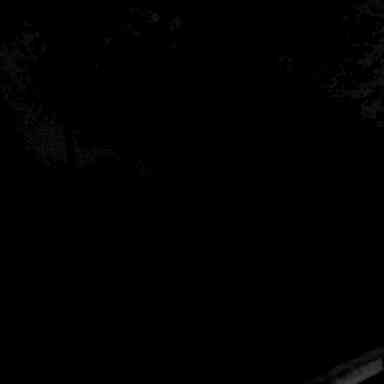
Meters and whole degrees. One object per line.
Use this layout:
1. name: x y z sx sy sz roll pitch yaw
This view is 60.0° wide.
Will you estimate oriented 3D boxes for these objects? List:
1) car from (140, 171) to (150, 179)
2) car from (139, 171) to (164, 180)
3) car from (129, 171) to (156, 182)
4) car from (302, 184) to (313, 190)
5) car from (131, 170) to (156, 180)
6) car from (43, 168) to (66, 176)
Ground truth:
1. car: -6.704 -2.450 57.995 2.231 1.521 4.892 5 4 39
2. car: -9.199 -3.798 76.780 2.435 2.045 5.566 5 4 39
3. car: -8.834 -2.756 59.759 2.185 1.767 4.553 5 4 39
4. car: 18.743 -1.099 54.237 2.163 1.488 4.792 5 4 39
5. car: -11.350 -3.970 78.516 2.435 2.045 5.566 5 4 39
6. car: -32.589 -4.656 78.851 2.185 1.767 4.553 5 4 39
